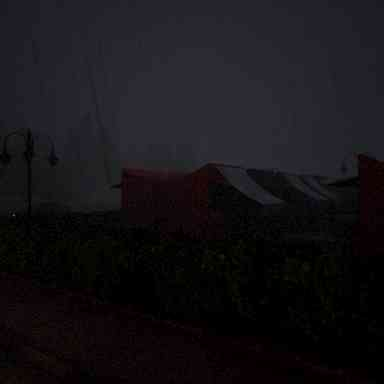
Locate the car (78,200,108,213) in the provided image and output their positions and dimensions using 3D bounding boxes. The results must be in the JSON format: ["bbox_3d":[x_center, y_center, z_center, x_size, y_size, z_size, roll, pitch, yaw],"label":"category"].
[{"bbox_3d":[-10.394,1.618,36.584,1.994,1.385,4.181,0,0,36],"label":"car"}]

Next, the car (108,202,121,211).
[{"bbox_3d":[-6.302,1.533,36.265,1.882,1.535,5.008,0,0,36],"label":"car"}]

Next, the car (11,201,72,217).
[{"bbox_3d":[-12.437,1.560,27.804,1.837,1.490,4.892,0,0,36],"label":"car"}]
